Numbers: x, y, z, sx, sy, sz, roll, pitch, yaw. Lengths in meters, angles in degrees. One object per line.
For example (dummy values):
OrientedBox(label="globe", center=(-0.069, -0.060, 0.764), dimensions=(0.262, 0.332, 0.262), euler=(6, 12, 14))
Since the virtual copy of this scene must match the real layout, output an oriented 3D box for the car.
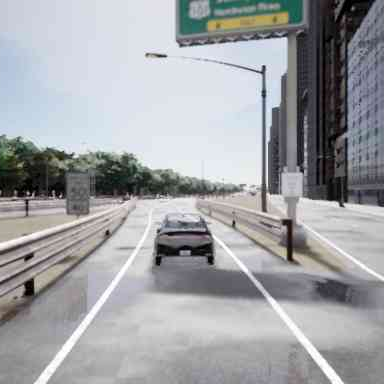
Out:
OrientedBox(label="car", center=(-0.307, 1.484, 11.715), dimensions=(2.128, 1.511, 4.902), euler=(0, 0, -3))
